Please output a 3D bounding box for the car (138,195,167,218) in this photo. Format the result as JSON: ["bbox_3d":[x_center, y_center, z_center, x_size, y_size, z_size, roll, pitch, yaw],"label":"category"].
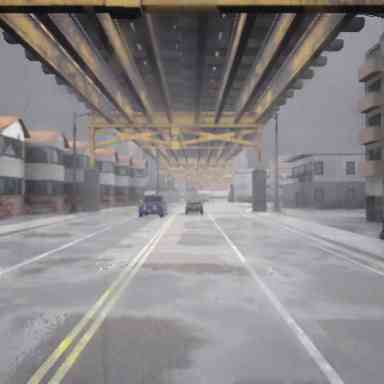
[{"bbox_3d":[-3.540,1.271,30.854,2.150,2.045,5.566,0,0,1],"label":"car"}]

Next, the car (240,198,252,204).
[{"bbox_3d":[11.937,1.802,69.064,1.895,1.301,4.718,-1,-1,45],"label":"car"}]

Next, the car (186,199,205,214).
[{"bbox_3d":[0.390,1.549,36.714,2.128,1.511,4.902,0,0,4],"label":"car"}]
